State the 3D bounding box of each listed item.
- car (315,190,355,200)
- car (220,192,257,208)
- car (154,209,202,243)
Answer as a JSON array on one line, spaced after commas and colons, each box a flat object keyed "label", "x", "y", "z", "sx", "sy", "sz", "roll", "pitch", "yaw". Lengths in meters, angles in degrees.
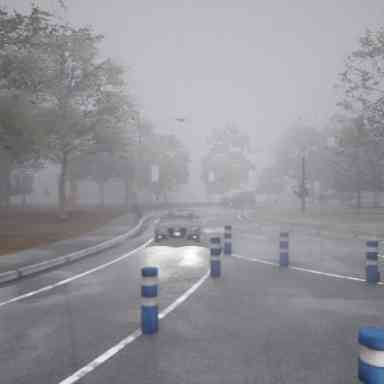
[{"label": "car", "x": 20.842, "y": 0.534, "z": 48.514, "sx": 5.566, "sy": 2.045, "sz": 2.150, "roll": 0, "pitch": 0, "yaw": -2}, {"label": "car", "x": 5.951, "y": 0.964, "z": 42.421, "sx": 5.566, "sy": 2.045, "sz": 2.150, "roll": -1, "pitch": 0, "yaw": -43}, {"label": "car", "x": -0.530, "y": 1.519, "z": 15.655, "sx": 1.994, "sy": 1.385, "sz": 4.181, "roll": 0, "pitch": 0, "yaw": 2}]
